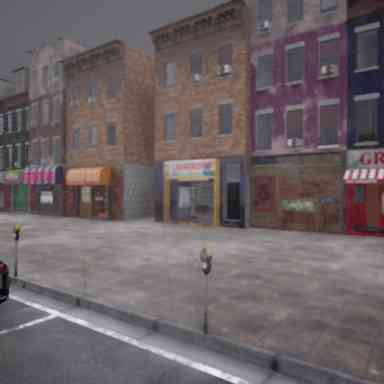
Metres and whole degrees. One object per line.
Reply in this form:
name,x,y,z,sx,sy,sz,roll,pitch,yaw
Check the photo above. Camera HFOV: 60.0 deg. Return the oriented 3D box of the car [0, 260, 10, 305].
car,-5.299,1.536,6.594,4.313,1.339,1.947,0,0,36
